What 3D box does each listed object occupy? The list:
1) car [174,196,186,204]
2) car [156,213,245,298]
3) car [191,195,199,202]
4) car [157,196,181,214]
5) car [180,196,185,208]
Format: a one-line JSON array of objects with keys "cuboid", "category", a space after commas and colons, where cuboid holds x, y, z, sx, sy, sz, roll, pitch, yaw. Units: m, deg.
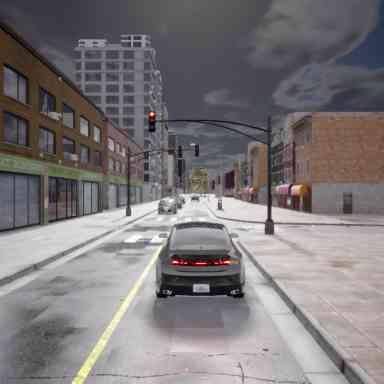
[{"cuboid": [-2.227, 1.460, 61.741, 1.882, 1.535, 5.008, 0, 0, 1], "category": "car"}, {"cuboid": [0.174, 1.505, 8.485, 1.837, 1.490, 4.892, 0, 0, 0], "category": "car"}, {"cuboid": [0.724, 1.465, 75.097, 1.837, 1.490, 4.892, 0, 0, 1], "category": "car"}, {"cuboid": [-2.527, 1.492, 35.141, 2.128, 1.511, 4.902, 0, 0, 0], "category": "car"}, {"cuboid": [-2.424, 1.349, 45.147, 2.097, 1.767, 4.553, 0, 0, 1], "category": "car"}]
